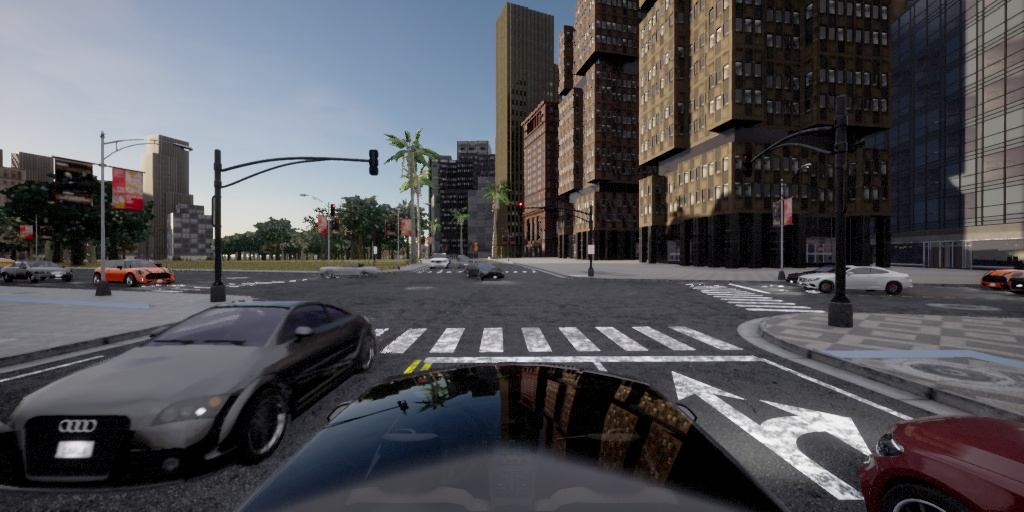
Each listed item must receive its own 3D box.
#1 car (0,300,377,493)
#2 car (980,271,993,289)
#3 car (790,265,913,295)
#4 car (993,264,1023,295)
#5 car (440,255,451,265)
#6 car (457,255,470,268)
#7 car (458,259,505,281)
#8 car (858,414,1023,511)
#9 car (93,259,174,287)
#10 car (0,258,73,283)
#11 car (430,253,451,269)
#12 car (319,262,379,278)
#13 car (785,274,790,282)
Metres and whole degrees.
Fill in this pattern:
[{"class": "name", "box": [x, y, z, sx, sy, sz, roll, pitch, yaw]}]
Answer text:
[{"class": "car", "box": [-3.407, 1.314, 4.769, 1.994, 1.385, 4.181, 0, 0, -1]}, {"class": "car", "box": [29.236, 1.039, 19.622, 4.553, 1.767, 2.097, 0, 0, 15]}, {"class": "car", "box": [18.159, 1.219, 19.169, 4.674, 1.442, 1.812, 0, 0, 15]}, {"class": "car", "box": [26.621, 1.263, 16.952, 4.181, 1.385, 1.994, 0, 0, 14]}, {"class": "car", "box": [-11.696, 0.672, 63.311, 1.882, 1.535, 5.008, 0, 1, -9]}, {"class": "car", "box": [-6.156, 0.899, 46.878, 2.128, 1.511, 4.902, 0, 1, -7]}, {"class": "car", "box": [-2.404, 1.197, 29.383, 2.033, 1.411, 5.357, -1, 0, -25]}, {"class": "car", "box": [3.266, 1.276, 0.435, 1.812, 1.442, 4.674, 0, 0, 0]}, {"class": "car", "box": [-24.574, 1.004, 23.357, 4.553, 1.767, 2.097, 0, 0, 15]}, {"class": "car", "box": [-34.311, 1.121, 25.916, 4.902, 1.511, 2.128, 0, 0, 15]}, {"class": "car", "box": [-9.414, 0.620, 46.783, 2.150, 2.045, 5.566, 0, 2, -8]}, {"class": "car", "box": [-14.338, 1.226, 31.687, 4.718, 1.301, 1.895, 0, 1, -12]}, {"class": "car", "box": [20.211, 1.228, 22.025, 5.357, 1.411, 2.033, 0, 0, 12]}]
